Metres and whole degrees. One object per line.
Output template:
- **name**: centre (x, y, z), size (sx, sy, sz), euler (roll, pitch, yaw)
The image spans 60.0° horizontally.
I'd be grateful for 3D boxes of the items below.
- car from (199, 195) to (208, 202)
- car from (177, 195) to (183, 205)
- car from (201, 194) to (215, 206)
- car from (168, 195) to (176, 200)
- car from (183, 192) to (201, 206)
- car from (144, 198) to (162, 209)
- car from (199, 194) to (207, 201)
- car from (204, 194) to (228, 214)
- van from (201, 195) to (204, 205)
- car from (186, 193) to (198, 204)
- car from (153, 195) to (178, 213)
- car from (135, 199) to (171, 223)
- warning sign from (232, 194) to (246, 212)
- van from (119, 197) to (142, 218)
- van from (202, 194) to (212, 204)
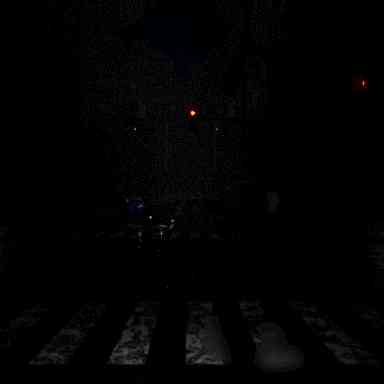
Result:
- **car**: centre (2.703, 1.512, 78.808), size (1.752, 1.417, 4.829), euler (0, 0, 0)
- **car**: centre (-2.729, 1.592, 58.487), size (1.895, 1.301, 4.718), euler (0, 0, 0)
- **car**: centre (2.712, 1.307, 57.013), size (2.192, 1.841, 5.009), euler (0, 0, 0)
- **car**: centre (-5.348, 1.567, 89.453), size (1.802, 1.307, 4.206), euler (0, 0, 0)
- **car**: centre (0.080, 1.344, 55.296), size (2.097, 1.767, 4.553), euler (0, 0, 0)
- **car**: centre (-5.382, 1.539, 46.203), size (1.887, 1.381, 4.507), euler (0, 0, 0)
- **car**: centre (2.701, 1.426, 84.043), size (1.967, 1.590, 4.097), euler (0, 0, 0)
- **car**: centre (2.721, 1.311, 35.388), size (2.192, 1.841, 5.009), euler (0, 0, 0)
- **van**: centre (2.714, 1.334, 51.606), size (1.690, 1.788, 3.998), euler (0, 0, 0)
- **car**: centre (0.032, 1.211, 65.222), size (2.150, 2.045, 5.566), euler (0, 0, 0)
- **car**: centre (-2.830, 1.473, 36.679), size (1.882, 1.535, 5.008), euler (0, 0, 0)
- **car**: centre (-2.840, 1.502, 25.247), size (1.837, 1.490, 4.892), euler (0, 0, 0)
- **warning sign**: centre (4.959, 1.111, 34.930), size (1.300, 1.860, 1.060), euler (0, 0, 0)
- **van**: centre (-5.394, 1.338, 29.984), size (1.690, 1.788, 3.998), euler (0, 0, 0)
- **van**: centre (2.710, 1.331, 62.419), size (1.690, 1.788, 3.998), euler (0, 0, 0)
